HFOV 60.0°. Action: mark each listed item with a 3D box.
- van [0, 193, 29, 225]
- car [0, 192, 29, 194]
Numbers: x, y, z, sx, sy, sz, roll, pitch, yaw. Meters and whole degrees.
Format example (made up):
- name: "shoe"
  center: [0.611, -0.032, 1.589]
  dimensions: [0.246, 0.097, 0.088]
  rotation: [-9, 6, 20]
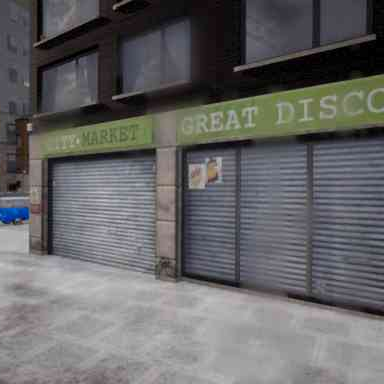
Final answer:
- name: "van"
  center: [-10.859, 1.203, 22.322]
  dimensions: [1.690, 1.788, 3.998]
  rotation: [1, 1, 36]
- name: "car"
  center: [-15.235, 1.034, 26.301]
  dimensions: [2.150, 2.045, 5.566]
  rotation: [1, 1, 36]
